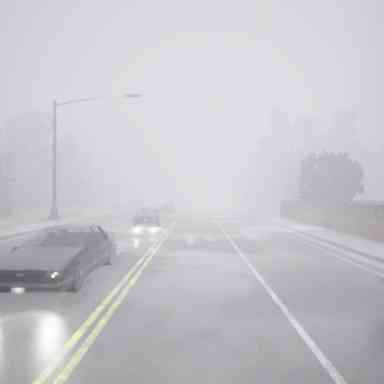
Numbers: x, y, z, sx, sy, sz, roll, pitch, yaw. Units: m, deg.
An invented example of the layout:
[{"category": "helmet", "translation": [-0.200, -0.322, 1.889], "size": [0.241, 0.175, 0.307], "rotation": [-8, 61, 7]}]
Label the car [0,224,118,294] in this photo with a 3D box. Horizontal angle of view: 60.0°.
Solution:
[{"category": "car", "translation": [-3.504, 1.642, 9.418], "size": [2.033, 1.411, 5.357], "rotation": [0, -1, 1]}]

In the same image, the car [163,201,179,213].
[{"category": "car", "translation": [-3.101, 1.973, 43.162], "size": [1.837, 1.490, 4.892], "rotation": [1, -1, 1]}]

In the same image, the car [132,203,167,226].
[{"category": "car", "translation": [-3.322, 1.821, 25.544], "size": [1.994, 1.385, 4.181], "rotation": [0, 0, 1]}]
